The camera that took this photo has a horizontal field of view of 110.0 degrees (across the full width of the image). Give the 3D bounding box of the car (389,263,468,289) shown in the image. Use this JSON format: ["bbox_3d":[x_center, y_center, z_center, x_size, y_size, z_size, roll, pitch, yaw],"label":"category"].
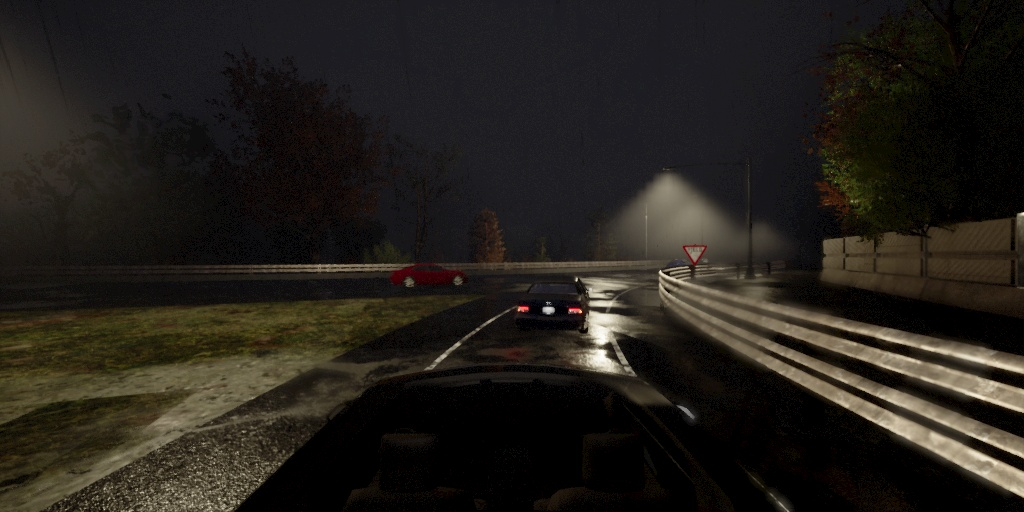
[{"bbox_3d":[-5.346,1.226,23.263,5.008,1.535,1.882,0,0,-24],"label":"car"}]

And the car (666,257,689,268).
[{"bbox_3d":[24.127,1.273,52.171,4.674,1.442,1.812,0,0,-45],"label":"car"}]

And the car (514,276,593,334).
[{"bbox_3d":[1.391,1.297,10.757,2.033,1.411,5.357,0,0,13],"label":"car"}]
